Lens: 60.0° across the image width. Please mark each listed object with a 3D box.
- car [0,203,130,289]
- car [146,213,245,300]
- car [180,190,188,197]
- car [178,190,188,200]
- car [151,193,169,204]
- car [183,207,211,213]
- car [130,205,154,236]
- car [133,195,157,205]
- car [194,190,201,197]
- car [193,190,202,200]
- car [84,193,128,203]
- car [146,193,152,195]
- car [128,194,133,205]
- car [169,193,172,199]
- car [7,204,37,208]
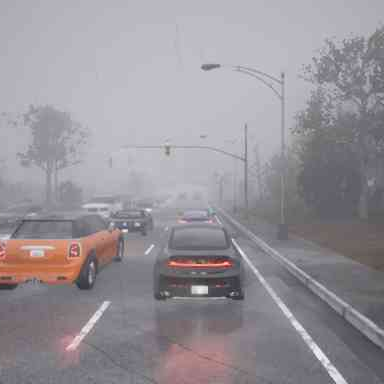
[{"bbox_3d":[-3.328,1.350,9.315,2.097,1.767,4.553,0,0,1],"label":"car"},{"bbox_3d":[0.160,1.503,8.375,1.837,1.490,4.892,0,0,1],"label":"car"},{"bbox_3d":[-2.047,0.325,85.621,1.812,1.442,4.674,0,3,1],"label":"car"},{"bbox_3d":[-2.247,1.000,75.204,1.837,1.490,4.892,0,3,1],"label":"car"},{"bbox_3d":[-6.036,1.437,63.081,1.882,1.535,5.008,0,1,2],"label":"car"},{"bbox_3d":[0.253,1.523,17.450,1.812,1.442,4.674,0,0,3],"label":"car"},{"bbox_3d":[-3.250,1.597,18.400,1.895,1.301,4.718,0,0,0],"label":"car"},{"bbox_3d":[-6.410,1.555,45.840,1.994,1.385,4.181,0,0,1],"label":"car"},{"bbox_3d":[1.452,0.301,85.552,1.837,1.490,4.892,0,3,1],"label":"car"},{"bbox_3d":[1.252,1.040,75.139,2.033,1.411,5.357,0,3,1],"label":"car"},{"bbox_3d":[-6.796,1.216,25.568,2.150,2.045,5.566,0,0,1],"label":"car"},{"bbox_3d":[-9.299,0.999,72.578,2.097,1.767,4.553,0,2,1],"label":"car"},{"bbox_3d":[-9.901,1.214,46.291,2.150,2.045,5.566,0,0,1],"label":"car"},{"bbox_3d":[-5.690,0.892,78.195,1.994,1.385,4.181,0,3,1],"label":"car"},{"bbox_3d":[-10.389,1.501,20.297,1.837,1.490,4.892,0,0,1],"label":"car"}]
